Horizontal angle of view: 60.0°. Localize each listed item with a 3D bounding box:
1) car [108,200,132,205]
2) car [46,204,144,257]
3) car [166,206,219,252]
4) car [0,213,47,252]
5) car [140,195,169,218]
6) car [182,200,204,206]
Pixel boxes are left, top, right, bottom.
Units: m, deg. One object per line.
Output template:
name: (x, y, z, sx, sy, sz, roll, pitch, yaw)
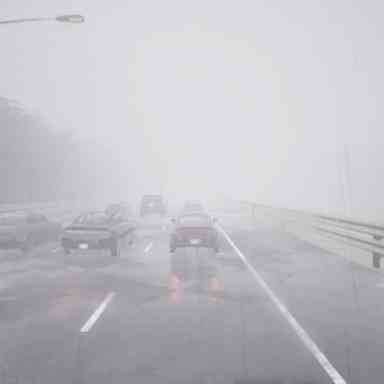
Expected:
car: (-6.905, 1.533, 31.483, 1.837, 1.490, 4.892, 0, 0, 0)
car: (-3.383, 1.477, 12.827, 2.128, 1.511, 4.902, 2, 0, 0)
car: (0.098, 1.533, 13.763, 1.812, 1.442, 4.674, 0, 0, 0)
car: (-6.909, 1.540, 13.691, 1.994, 1.385, 4.181, 0, 0, 0)
car: (-3.395, 1.248, 30.604, 2.150, 2.045, 5.566, 0, 0, 0)
car: (0.096, 1.520, 31.372, 2.128, 1.511, 4.902, 0, 0, 0)
